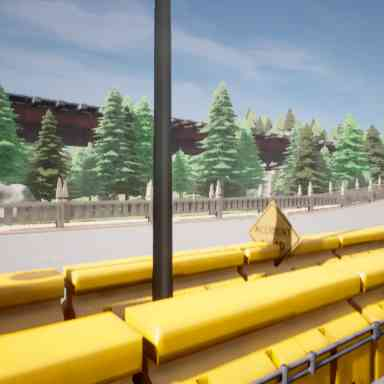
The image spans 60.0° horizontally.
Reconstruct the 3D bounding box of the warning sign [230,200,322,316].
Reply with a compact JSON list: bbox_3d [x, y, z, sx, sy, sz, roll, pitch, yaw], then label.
[{"bbox_3d":[1.547,1.098,6.262,1.060,1.860,1.300,0,0,-36],"label":"warning sign"}]
